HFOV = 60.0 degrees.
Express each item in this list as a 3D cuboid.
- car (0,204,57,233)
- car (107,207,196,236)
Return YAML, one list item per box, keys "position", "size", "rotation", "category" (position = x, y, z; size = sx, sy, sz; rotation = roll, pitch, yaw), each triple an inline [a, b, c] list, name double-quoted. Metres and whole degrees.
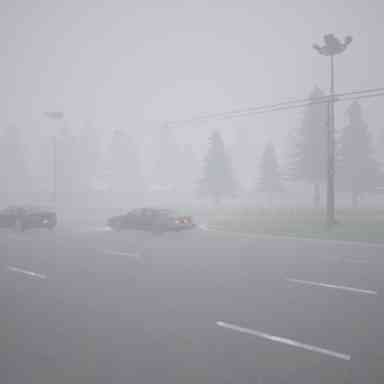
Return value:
- position: [-10.108, 1.480, 19.811]
  size: [5.008, 1.535, 1.882]
  rotation: [0, 0, 36]
  category: "car"
- position: [-2.370, 1.549, 18.588]
  size: [5.357, 1.411, 2.033]
  rotation: [0, 0, 36]
  category: "car"
